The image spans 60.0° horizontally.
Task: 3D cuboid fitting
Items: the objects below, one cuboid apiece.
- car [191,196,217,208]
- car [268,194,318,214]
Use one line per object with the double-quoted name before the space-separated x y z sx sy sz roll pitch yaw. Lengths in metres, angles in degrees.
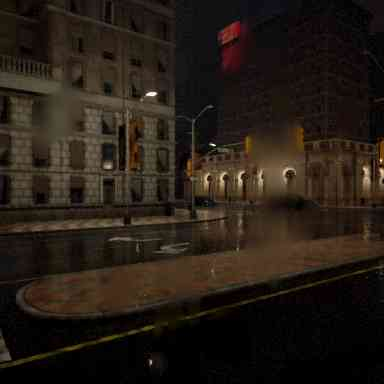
"car" 1.653 1.352 49.569 2.097 1.767 4.553 0 0 -35
"car" 10.949 1.224 36.552 2.150 2.045 5.566 0 0 -36
